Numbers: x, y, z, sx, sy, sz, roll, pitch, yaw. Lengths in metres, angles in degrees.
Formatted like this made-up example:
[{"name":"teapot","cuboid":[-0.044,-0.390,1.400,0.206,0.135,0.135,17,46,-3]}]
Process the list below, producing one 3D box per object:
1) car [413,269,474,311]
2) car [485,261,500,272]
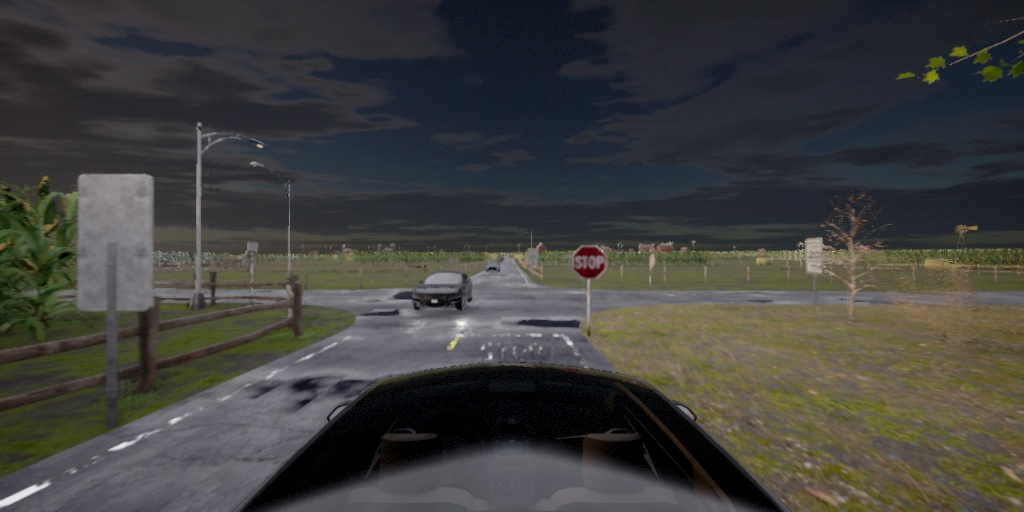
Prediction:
[{"name":"car","cuboid":[-2.765,1.362,15.288,1.882,1.535,5.008,0,-1,0]},{"name":"car","cuboid":[-2.817,1.510,53.535,2.097,1.767,4.553,0,0,0]}]
